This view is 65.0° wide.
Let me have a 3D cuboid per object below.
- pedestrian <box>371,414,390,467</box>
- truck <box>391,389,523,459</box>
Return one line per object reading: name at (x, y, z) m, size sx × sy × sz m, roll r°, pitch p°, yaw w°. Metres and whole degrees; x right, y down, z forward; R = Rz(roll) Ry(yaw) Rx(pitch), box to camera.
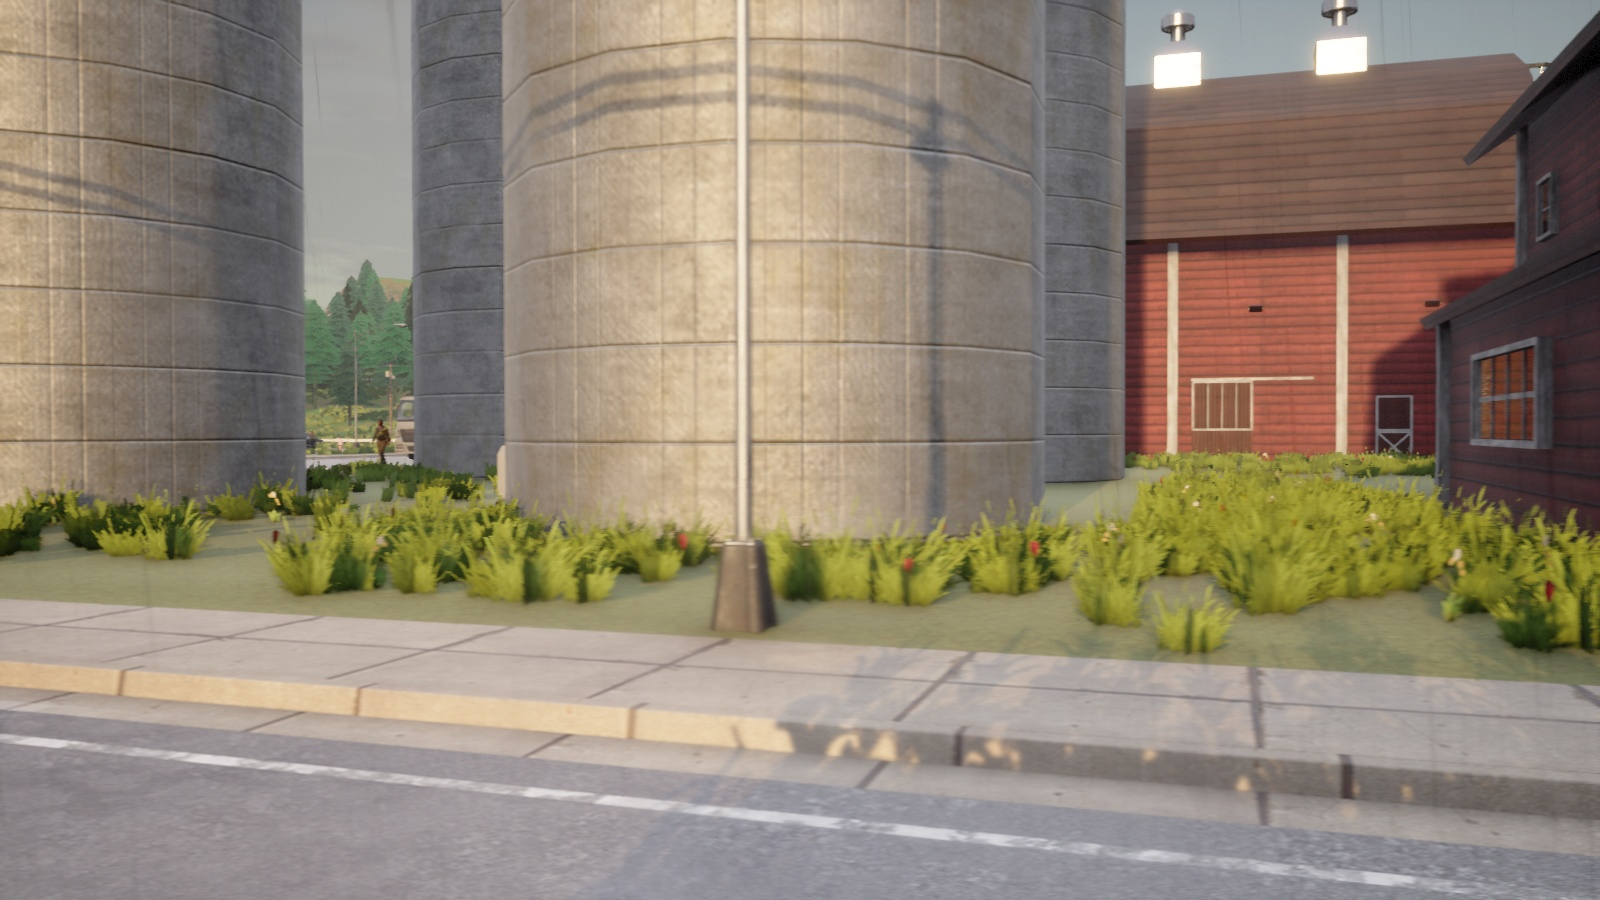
pedestrian at (-15.435, -0.363, 46.215) m, size 0.395 × 1.930 × 0.692 m, roll 0°, pitch 1°, yaw 11°
truck at (-18.007, -1.347, 66.514) m, size 2.891 × 3.462 × 7.936 m, roll 1°, pitch 1°, yaw 18°
